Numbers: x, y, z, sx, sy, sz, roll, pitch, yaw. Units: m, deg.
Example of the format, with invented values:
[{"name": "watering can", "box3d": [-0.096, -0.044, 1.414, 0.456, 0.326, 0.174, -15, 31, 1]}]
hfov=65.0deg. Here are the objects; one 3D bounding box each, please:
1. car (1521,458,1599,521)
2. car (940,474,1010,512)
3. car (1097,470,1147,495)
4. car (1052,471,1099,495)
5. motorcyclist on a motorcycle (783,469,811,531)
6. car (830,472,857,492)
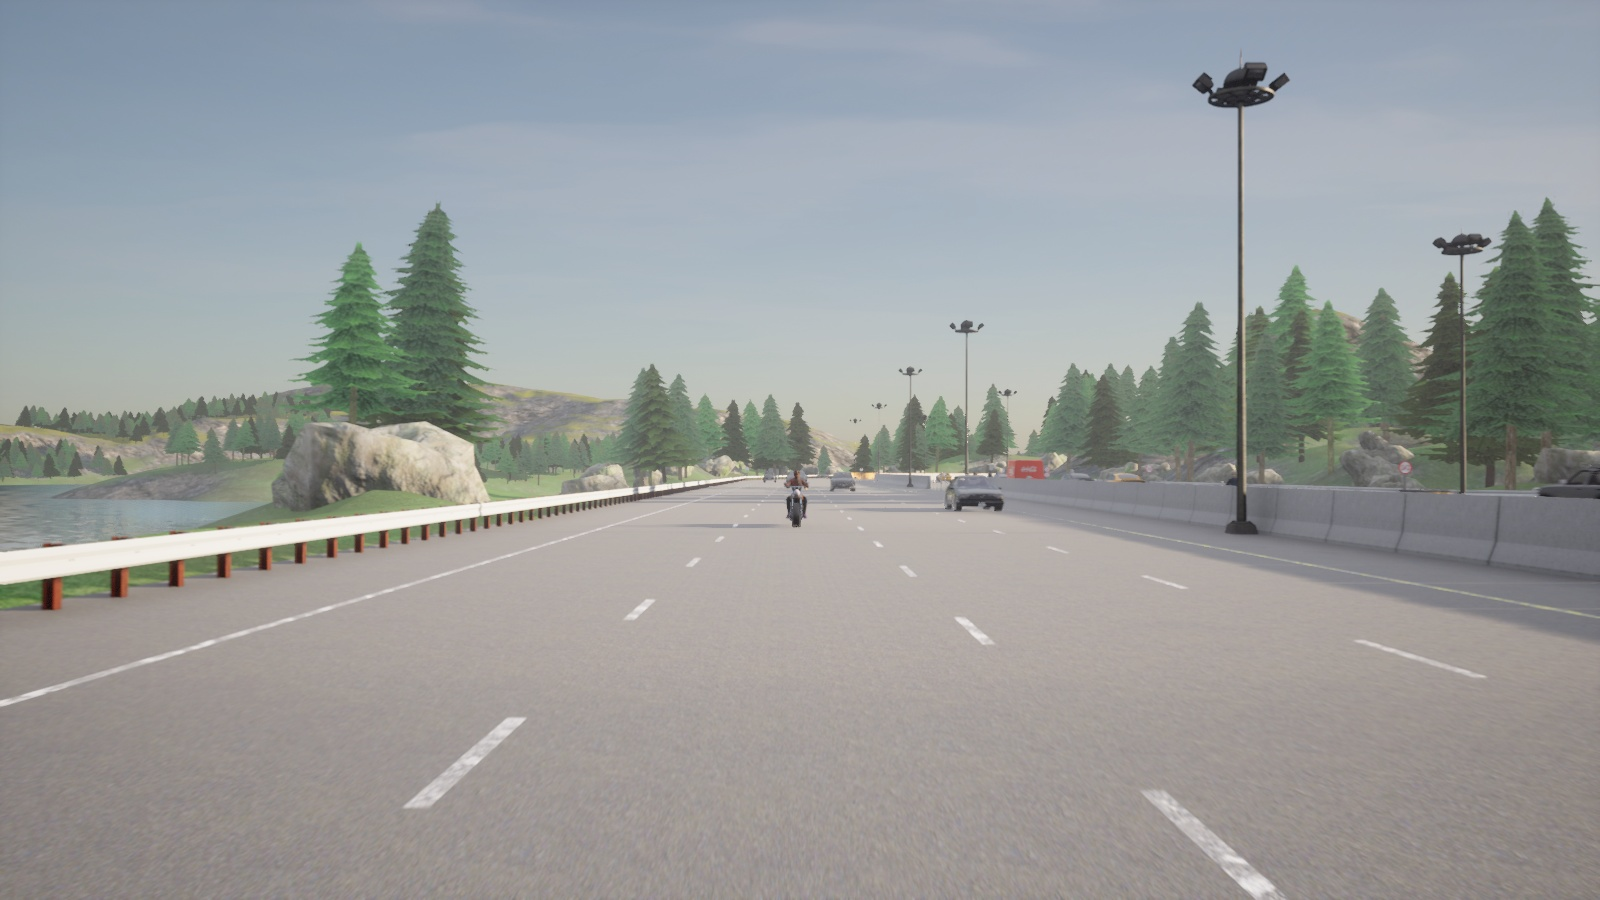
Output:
[{"name": "car", "box3d": [24.409, 1.178, 38.476, 1.932, 1.855, 4.605, 0, -1, 0]}, {"name": "car", "box3d": [6.883, 1.669, 49.875, 2.033, 1.411, 5.357, 0, -1, 0]}, {"name": "car", "box3d": [20.809, 2.071, 81.348, 1.882, 1.535, 5.008, 0, -1, 0]}, {"name": "car", "box3d": [17.314, 2.075, 79.177, 1.837, 1.490, 4.892, 0, -1, 0]}, {"name": "motorcyclist on a motorcycle", "box3d": [-0.082, 1.349, 34.849, 0.766, 1.649, 2.350, 0, -1, 0]}, {"name": "car", "box3d": [3.276, 2.409, 95.762, 1.837, 1.490, 4.892, 0, -1, 0]}]
